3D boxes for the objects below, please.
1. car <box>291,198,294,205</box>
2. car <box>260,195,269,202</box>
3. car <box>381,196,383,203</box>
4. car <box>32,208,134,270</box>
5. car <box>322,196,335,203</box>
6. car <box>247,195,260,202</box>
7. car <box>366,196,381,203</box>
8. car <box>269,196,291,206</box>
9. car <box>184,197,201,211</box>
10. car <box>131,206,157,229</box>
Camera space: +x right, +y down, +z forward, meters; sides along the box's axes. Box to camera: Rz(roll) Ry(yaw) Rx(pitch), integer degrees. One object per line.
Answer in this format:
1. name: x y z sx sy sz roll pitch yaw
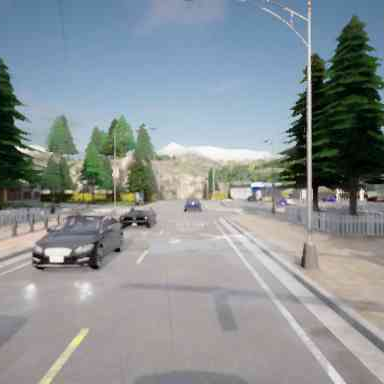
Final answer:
1. car: 17.028 1.551 60.400 1.970 1.475 3.806 0 0 0
2. car: 17.366 1.548 79.064 2.152 1.636 5.027 0 0 0
3. car: 32.554 1.243 52.685 1.932 1.855 4.605 0 0 0
4. car: -3.577 1.523 11.263 2.128 1.511 4.902 0 0 0
5. car: 29.133 1.517 71.270 1.845 1.501 3.633 0 0 0
6. car: 14.228 1.557 79.043 2.007 1.523 4.514 0 0 0
7. car: 39.125 1.495 71.126 2.007 1.523 4.514 0 0 0
8. car: 13.973 1.520 53.010 1.845 1.501 3.633 0 0 0
9. car: 0.110 1.468 42.555 2.097 1.767 4.553 0 0 0
10. car: -3.493 1.666 22.365 1.895 1.301 4.718 0 0 0
